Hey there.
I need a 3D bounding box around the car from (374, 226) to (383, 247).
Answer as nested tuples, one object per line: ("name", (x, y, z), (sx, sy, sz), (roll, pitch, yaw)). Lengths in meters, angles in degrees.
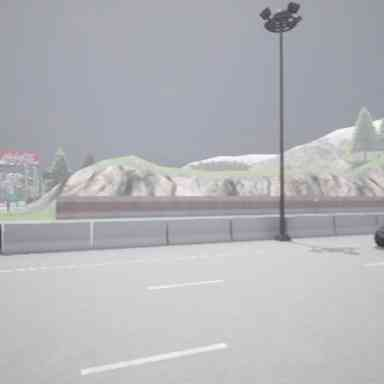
("car", (10.116, 1.773, 14.605), (4.181, 1.385, 1.994), (0, -1, -22))
